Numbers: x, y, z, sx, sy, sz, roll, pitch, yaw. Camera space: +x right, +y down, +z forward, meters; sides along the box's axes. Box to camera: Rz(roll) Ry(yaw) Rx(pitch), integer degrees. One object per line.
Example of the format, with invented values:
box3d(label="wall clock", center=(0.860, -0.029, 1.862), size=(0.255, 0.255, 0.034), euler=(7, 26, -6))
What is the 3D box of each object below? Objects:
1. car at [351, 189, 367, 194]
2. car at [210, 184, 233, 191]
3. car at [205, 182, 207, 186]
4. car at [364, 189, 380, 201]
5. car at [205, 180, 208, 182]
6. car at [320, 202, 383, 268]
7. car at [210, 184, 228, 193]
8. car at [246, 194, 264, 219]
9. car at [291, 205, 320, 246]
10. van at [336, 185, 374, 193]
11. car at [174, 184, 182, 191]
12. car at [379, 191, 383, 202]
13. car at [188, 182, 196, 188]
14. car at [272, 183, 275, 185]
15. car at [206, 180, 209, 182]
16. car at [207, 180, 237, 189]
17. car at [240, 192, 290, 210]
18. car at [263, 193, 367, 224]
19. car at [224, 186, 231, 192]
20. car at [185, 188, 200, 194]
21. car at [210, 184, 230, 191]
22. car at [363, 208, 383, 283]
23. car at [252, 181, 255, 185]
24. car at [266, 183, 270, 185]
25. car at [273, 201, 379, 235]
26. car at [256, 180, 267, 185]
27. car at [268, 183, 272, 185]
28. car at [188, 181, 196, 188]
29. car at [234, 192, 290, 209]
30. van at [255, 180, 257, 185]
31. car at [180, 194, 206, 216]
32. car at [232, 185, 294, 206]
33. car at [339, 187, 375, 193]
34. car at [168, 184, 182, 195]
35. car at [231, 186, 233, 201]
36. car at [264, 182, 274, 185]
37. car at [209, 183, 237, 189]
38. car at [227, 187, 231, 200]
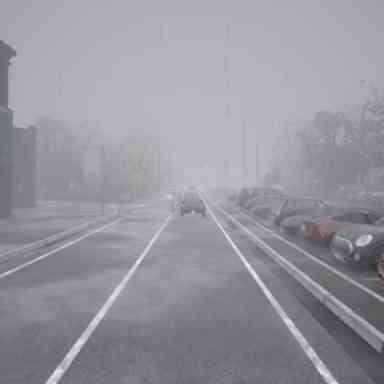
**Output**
box3d(label="car", center=(19.807, 0.669, 35.001), size=(4.674, 1.452, 2.002), euler=(0, 3, 0))
box3d(label="car", center=(6.961, -0.978, 78.594), size=(5.366, 1.575, 1.946), euler=(0, 3, 0))
box3d(label="car", center=(6.629, -1.288, 84.140), size=(5.366, 1.575, 1.946), euler=(0, 3, 0))
box3d(label="car", center=(19.810, 0.792, 32.091), size=(4.792, 1.488, 2.163), euler=(0, 3, 0))
box3d(label="car", center=(6.888, -1.884, 95.216), size=(4.892, 1.521, 2.231), euler=(0, 3, 0))
box3d(label="car", center=(6.555, 1.308, 9.834), size=(4.553, 1.767, 2.185), euler=(0, 1, 0))
box3d(label="car", center=(6.687, -0.481, 70.282), size=(4.792, 1.488, 2.163), euler=(0, 3, 0))
box3d(label="car", center=(6.605, 1.122, 23.778), size=(4.792, 1.488, 2.163), euler=(0, 2, 0))
box3d(label="car", center=(6.575, 1.411, 12.624), size=(4.792, 1.488, 2.163), euler=(0, 1, 0))
box3d(label="van", center=(19.721, 0.141, 40.441), size=(4.442, 1.987, 1.878), euler=(-1, 3, 0))
box3d(label="car", center=(-3.337, -1.073, 79.957), size=(1.812, 1.442, 4.674), euler=(0, 3, 0))
box3d(label="car", center=(19.944, 0.877, 29.299), size=(5.366, 1.575, 1.946), euler=(0, 2, 0))
box3d(label="car", center=(-0.086, -1.154, 80.926), size=(1.837, 1.490, 4.892), euler=(0, 3, 0))
box3d(label="car", center=(19.828, -0.645, 70.303), size=(4.553, 1.767, 2.185), euler=(0, 3, 0))
box3d(label="car", center=(7.060, -1.745, 92.451), size=(5.366, 1.575, 1.946), euler=(0, 3, 0))
box3d(label="car", center=(6.784, -1.071, 75.809), size=(5.566, 2.045, 2.435), euler=(0, 3, 0))
box3d(label="car", center=(6.650, 0.995, 26.554), size=(4.892, 1.521, 2.231), euler=(0, 2, 0))
box3d(label="car", center=(6.559, 1.129, 18.194), size=(4.553, 1.767, 2.185), euler=(0, 1, 0))
box3d(label="car", center=(6.738, 0.400, 40.474), size=(4.792, 1.488, 2.163), euler=(0, 3, 0))
box3d(label="car", center=(0.048, 0.583, 45.106), size=(2.128, 1.511, 4.902), euler=(0, 2, 0))
box3d(label="car", center=(6.801, -1.129, 81.368), size=(4.892, 1.521, 2.231), euler=(0, 3, 0))
box3d(label="car", center=(6.532, 1.349, 7.055), size=(4.553, 1.767, 2.185), euler=(0, 1, 0))
box3d(label="car", center=(19.983, -1.719, 92.437), size=(4.792, 1.488, 2.163), euler=(0, 3, 0))
box3d(label="car", center=(19.832, -0.782, 75.720), size=(4.674, 1.452, 2.002), euler=(0, 3, 0))
box3d(label="car", center=(6.539, 1.352, 15.412), size=(4.792, 1.488, 2.163), euler=(0, 1, 0))
box3d(label="car", center=(19.923, -1.537, 84.000), size=(5.566, 2.045, 2.435), euler=(0, 3, 0))
box3d(label="car", center=(19.786, -0.638, 72.954), size=(4.792, 1.488, 2.163), euler=(0, 3, 0))
box3d(label="car", center=(-0.073, -1.961, 90.905), size=(2.097, 1.767, 4.553), euler=(0, 3, 0))
box3d(label="car", center=(6.696, 0.767, 32.133), size=(5.008, 1.535, 2.097), euler=(0, 2, 0))
box3d(label="van", center=(20.051, -1.825, 89.656), size=(4.442, 1.987, 1.878), euler=(0, 3, 0))
box3d(label="car", center=(0.072, 1.132, 26.692), size=(1.895, 1.301, 4.718), euler=(0, 1, 0))
box3d(label="car", center=(6.707, 0.634, 29.331), size=(5.566, 2.045, 2.435), euler=(0, 2, 0))
box3d(label="car", center=(19.829, 0.534, 37.783), size=(4.674, 1.452, 2.002), euler=(0, 3, 0))
box3d(label="car", center=(-3.348, -0.566, 64.095), size=(2.150, 2.045, 5.566), euler=(0, 3, 1))
box3d(label="car", center=(6.754, 0.515, 34.903), size=(4.553, 1.767, 2.185), euler=(0, 3, 0))
box3d(label="car", center=(19.669, -0.980, 78.485), size=(5.366, 1.575, 1.946), euler=(0, 3, 0))
box3d(label="car", center=(6.741, -0.665, 73.052), size=(5.008, 1.535, 2.097), euler=(0, 3, 0))
box3d(label="car", center=(6.774, 0.535, 37.693), size=(4.792, 1.488, 2.163), euler=(0, 3, 0))
